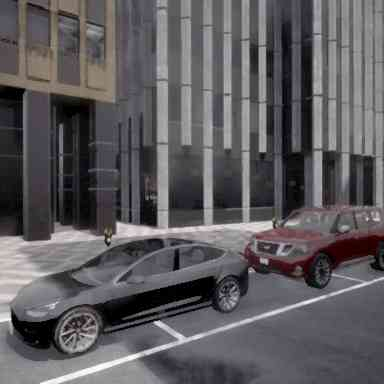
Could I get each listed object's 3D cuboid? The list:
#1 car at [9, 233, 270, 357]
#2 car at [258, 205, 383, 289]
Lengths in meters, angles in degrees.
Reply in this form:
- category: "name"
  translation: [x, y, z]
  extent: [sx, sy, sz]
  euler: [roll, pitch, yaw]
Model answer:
- category: "car"
  translation: [-0.839, 1.565, 6.053]
  extent: [4.313, 1.339, 1.947]
  euler: [0, 0, -35]
- category: "car"
  translation: [3.749, 1.314, 9.327]
  extent: [5.009, 1.841, 2.192]
  euler: [0, 0, -35]
